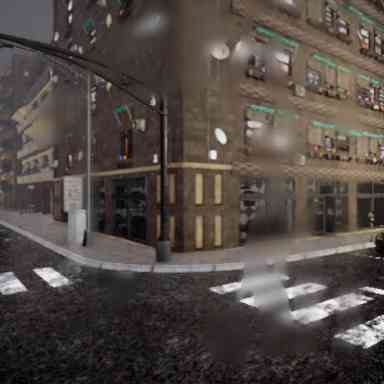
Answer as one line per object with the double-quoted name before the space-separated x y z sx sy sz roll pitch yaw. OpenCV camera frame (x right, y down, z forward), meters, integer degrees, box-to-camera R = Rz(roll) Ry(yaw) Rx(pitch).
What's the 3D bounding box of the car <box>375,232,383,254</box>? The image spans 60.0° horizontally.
"car" 8.840 1.676 12.876 4.313 1.339 1.947 1 -1 -36
